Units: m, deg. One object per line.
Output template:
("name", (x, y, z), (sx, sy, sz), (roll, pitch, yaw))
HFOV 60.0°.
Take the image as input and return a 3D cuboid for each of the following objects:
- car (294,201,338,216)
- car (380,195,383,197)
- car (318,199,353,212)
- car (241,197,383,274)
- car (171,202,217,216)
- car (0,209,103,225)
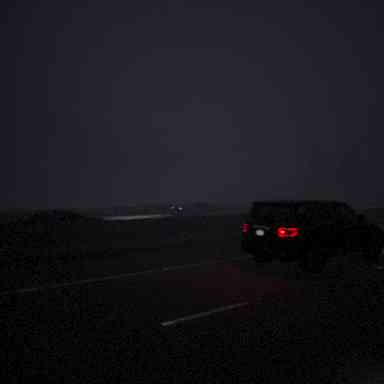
("car", (12.948, 1.668, 34.667), (4.892, 1.490, 1.837), (1, -1, -35))
("car", (34.075, 1.473, 58.228), (5.566, 2.045, 2.150), (0, 0, -35))
("car", (18.594, 1.690, 42.985), (5.008, 1.535, 1.882), (0, 0, -35))
("car", (4.112, 1.271, 11.004), (5.566, 2.045, 2.150), (1, 0, -35))
("car", (0.223, 1.697, 34.222), (4.718, 1.301, 1.895), (0, 0, -35))
("car", (-6.999, 1.557, 16.192), (5.357, 1.411, 2.033), (0, 0, -35))
